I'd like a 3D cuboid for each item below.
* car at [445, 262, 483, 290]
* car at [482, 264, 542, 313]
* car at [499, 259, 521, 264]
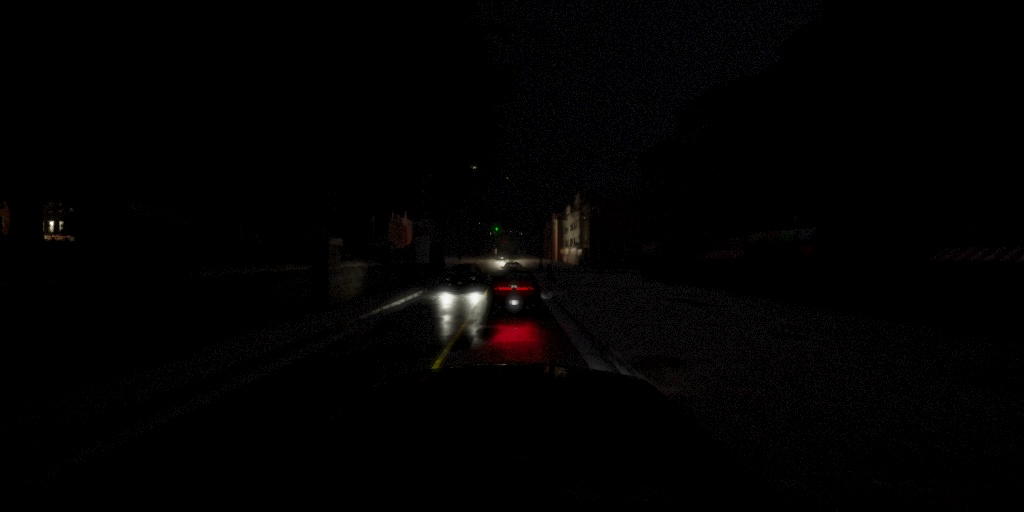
[{"bbox_3d":[-2.820,1.169,21.967,1.882,1.535,5.008,0,0,0],"label":"car"},{"bbox_3d":[0.075,1.220,13.726,1.837,1.490,4.892,0,0,0],"label":"car"},{"bbox_3d":[0.077,1.199,28.206,1.812,1.442,4.674,0,0,0],"label":"car"}]
